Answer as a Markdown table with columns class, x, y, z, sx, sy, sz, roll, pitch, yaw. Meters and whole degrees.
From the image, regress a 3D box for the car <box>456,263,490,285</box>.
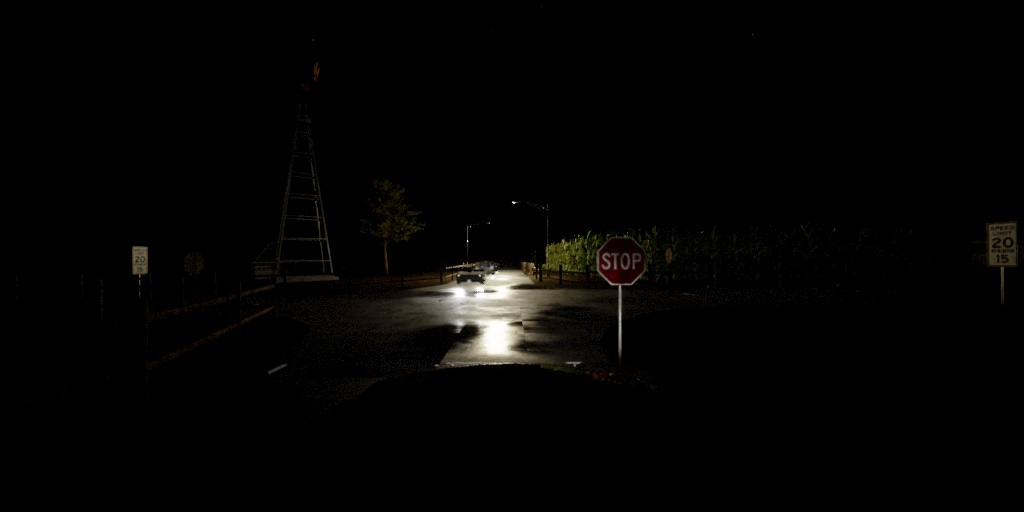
| class | x | y | z | sx | sy | sz | roll | pitch | yaw |
| --- | --- | --- | --- | --- | --- | --- | --- | --- | --- |
| car | -2.925 | 1.425 | 26.606 | 1.895 | 1.301 | 4.718 | 0 | 0 | 0 |

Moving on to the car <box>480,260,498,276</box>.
| class | x | y | z | sx | sy | sz | roll | pitch | yaw |
| --- | --- | --- | --- | --- | --- | --- | --- | --- | --- |
| car | -3.028 | 1.320 | 41.185 | 2.097 | 1.767 | 4.553 | 0 | -1 | 0 |
